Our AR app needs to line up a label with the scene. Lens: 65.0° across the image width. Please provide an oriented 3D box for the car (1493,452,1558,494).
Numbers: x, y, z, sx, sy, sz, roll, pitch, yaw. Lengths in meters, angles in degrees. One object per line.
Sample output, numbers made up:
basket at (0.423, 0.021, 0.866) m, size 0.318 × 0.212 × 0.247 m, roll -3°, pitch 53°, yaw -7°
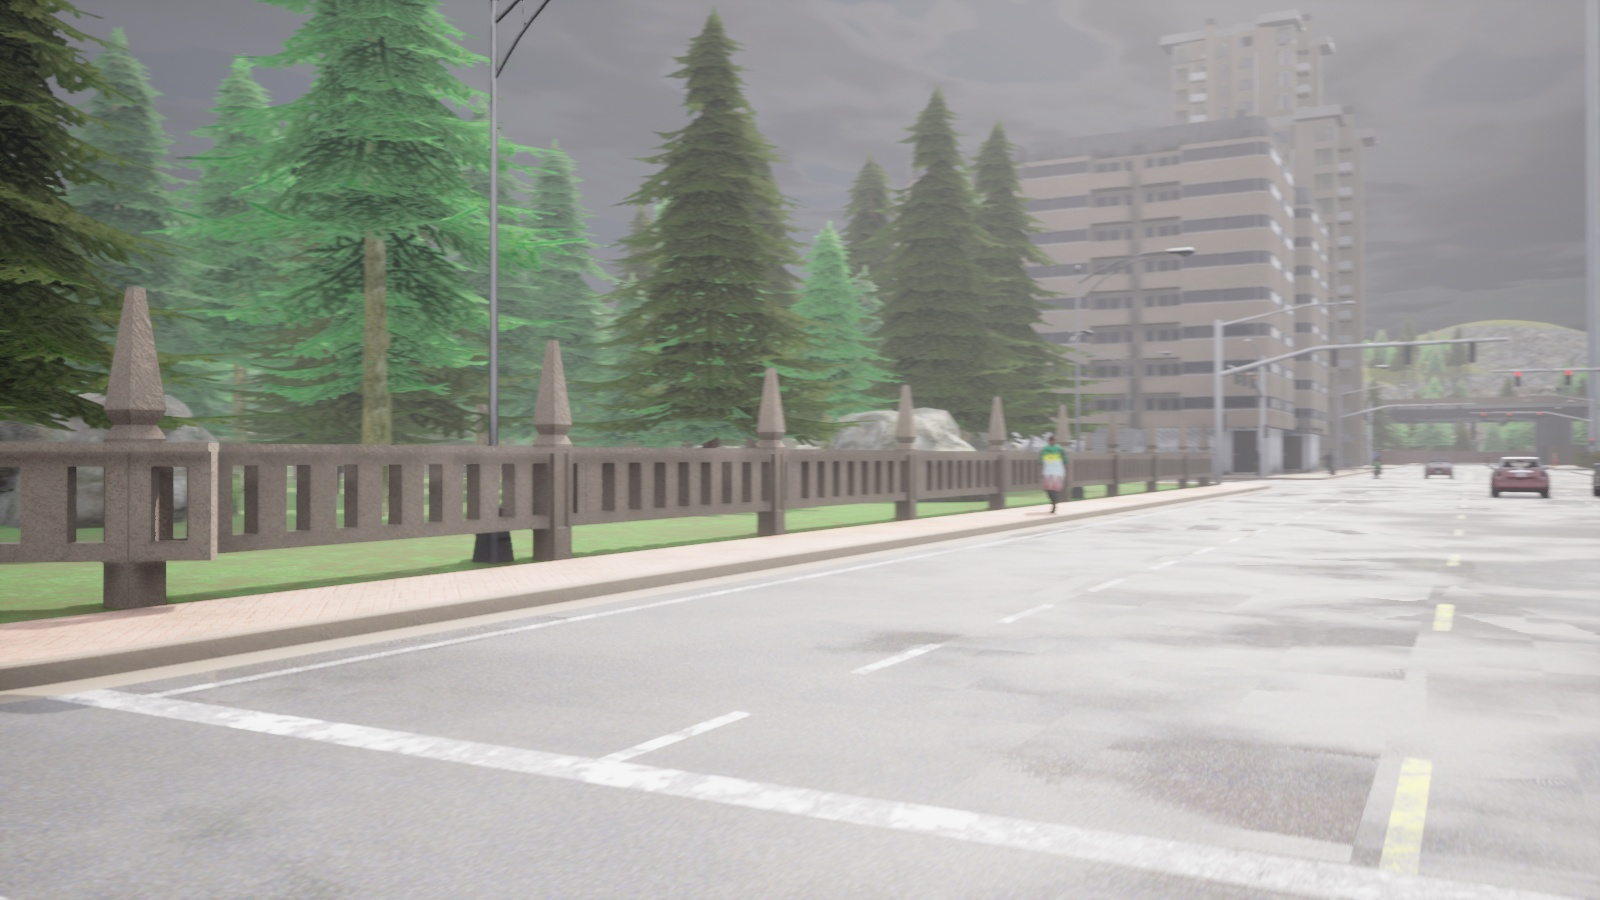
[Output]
car at (26.674, 0.836, 46.263) m, size 1.970 × 1.475 × 3.806 m, roll 0°, pitch 0°, yaw 28°

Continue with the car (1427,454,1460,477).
car at (43.009, 1.006, 83.900) m, size 1.816 × 1.474 × 4.193 m, roll 0°, pitch 0°, yaw 28°

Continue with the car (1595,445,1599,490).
car at (30.023, 0.629, 45.103) m, size 2.152 × 1.651 × 5.027 m, roll 0°, pitch 0°, yaw 28°

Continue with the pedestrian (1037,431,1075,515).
pedestrian at (6.024, 0.529, 29.565) m, size 0.659 × 1.952 × 0.873 m, roll 0°, pitch 0°, yaw 27°
